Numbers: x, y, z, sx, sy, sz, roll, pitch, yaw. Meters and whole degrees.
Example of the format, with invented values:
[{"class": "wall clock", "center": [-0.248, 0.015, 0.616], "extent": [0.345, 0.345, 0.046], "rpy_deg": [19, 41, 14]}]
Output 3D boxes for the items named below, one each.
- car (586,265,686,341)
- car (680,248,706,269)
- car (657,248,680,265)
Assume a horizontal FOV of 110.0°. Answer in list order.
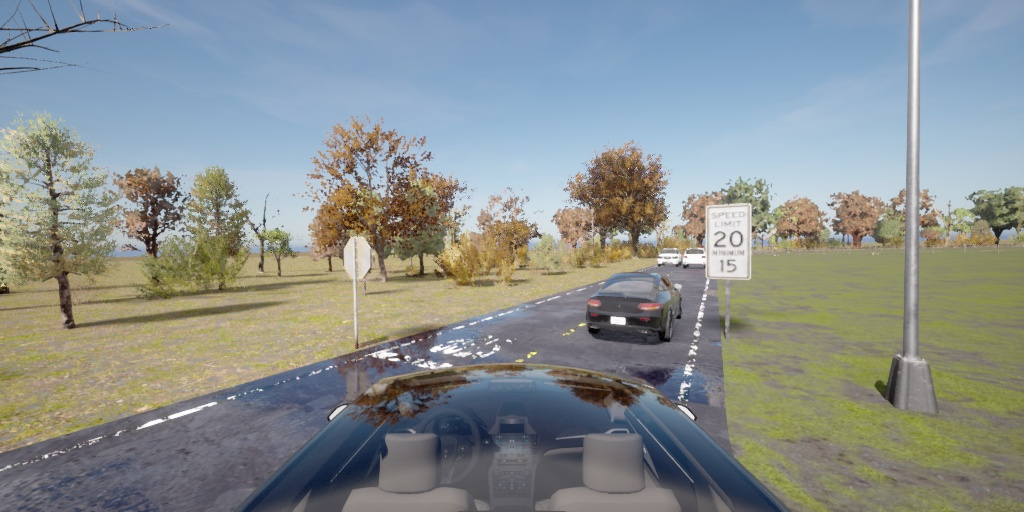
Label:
[{"class": "car", "center": [3.336, 1.136, 9.449], "extent": [1.812, 1.442, 4.674], "rpy_deg": [0, 1, 30]}, {"class": "car", "center": [18.948, 0.210, 36.927], "extent": [2.150, 2.045, 5.566], "rpy_deg": [0, 1, 30]}, {"class": "car", "center": [18.260, 0.132, 41.402], "extent": [2.150, 2.045, 5.566], "rpy_deg": [0, 1, 30]}]
